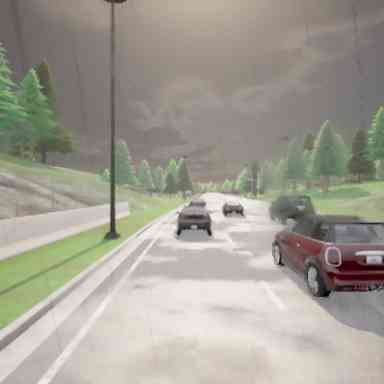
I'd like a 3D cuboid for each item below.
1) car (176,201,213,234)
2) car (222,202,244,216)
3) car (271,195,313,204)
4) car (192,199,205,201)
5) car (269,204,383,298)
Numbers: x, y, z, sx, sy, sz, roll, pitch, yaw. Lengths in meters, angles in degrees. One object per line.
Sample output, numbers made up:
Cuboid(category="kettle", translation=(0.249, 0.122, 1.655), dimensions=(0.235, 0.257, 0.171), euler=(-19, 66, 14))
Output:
Cuboid(category="car", translation=(0.132, 1.507, 19.052), dimensions=(1.837, 1.490, 4.892), euler=(0, 0, 1))
Cuboid(category="car", translation=(3.985, 1.605, 33.039), dimensions=(1.895, 1.301, 4.718), euler=(0, 0, 2))
Cuboid(category="car", translation=(7.213, 1.225, 24.449), dimensions=(2.150, 2.045, 5.566), euler=(0, 0, 1))
Cuboid(category="car", translation=(0.707, 1.483, 37.915), dimensions=(1.882, 1.535, 5.008), euler=(0, 0, 3))
Cuboid(category="car", translation=(3.600, 1.353, 8.697), dimensions=(2.097, 1.767, 4.553), euler=(0, 0, 0))
